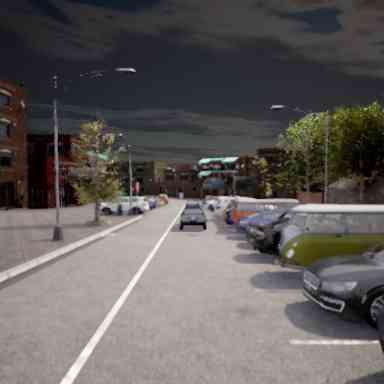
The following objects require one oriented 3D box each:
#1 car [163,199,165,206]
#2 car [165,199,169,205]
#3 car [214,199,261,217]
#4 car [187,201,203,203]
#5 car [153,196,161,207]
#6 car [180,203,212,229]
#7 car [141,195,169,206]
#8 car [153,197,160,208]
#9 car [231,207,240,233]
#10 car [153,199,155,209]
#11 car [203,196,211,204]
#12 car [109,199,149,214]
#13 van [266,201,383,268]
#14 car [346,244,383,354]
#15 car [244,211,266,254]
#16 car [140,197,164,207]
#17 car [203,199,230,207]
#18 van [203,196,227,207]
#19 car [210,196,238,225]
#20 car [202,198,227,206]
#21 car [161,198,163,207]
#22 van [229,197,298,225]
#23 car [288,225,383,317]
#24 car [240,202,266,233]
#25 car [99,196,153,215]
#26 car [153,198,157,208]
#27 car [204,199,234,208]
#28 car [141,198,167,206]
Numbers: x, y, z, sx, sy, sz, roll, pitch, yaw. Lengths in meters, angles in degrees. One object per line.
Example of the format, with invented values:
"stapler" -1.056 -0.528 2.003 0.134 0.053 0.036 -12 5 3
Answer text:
"car" -7.917 2.000 58.657 5.366 1.575 1.946 0 -1 0
"car" -7.550 2.026 61.596 5.366 1.575 1.946 0 -1 0
"car" 4.651 1.661 34.259 4.553 1.767 2.185 0 -1 0
"car" 0.062 1.855 42.277 1.882 1.535 5.008 0 -1 0
"car" -7.758 1.825 52.782 4.553 1.767 2.185 0 -1 0
"car" 0.079 1.759 23.594 2.033 1.411 5.357 0 0 0
"car" -7.714 1.781 70.312 5.566 2.045 2.435 0 0 0
"car" -7.754 1.954 49.843 4.792 1.488 2.163 0 -1 0
"car" 4.632 1.677 17.496 4.674 1.452 2.002 0 -1 0
"car" -7.716 1.911 43.841 4.674 1.452 2.002 0 -1 0
"car" 4.579 1.659 48.228 5.566 2.045 2.435 0 -1 0
"car" -7.685 1.719 40.905 4.553 1.767 2.185 0 -1 0
"van" 4.525 1.337 9.118 4.442 1.987 1.878 0 -1 0
"car" 4.641 1.514 3.529 4.892 1.521 2.231 0 -1 0
"car" 4.634 1.588 12.035 5.008 1.535 2.097 0 -1 0
"car" -7.707 1.925 64.539 4.553 1.767 2.185 0 0 0
"car" 4.601 2.036 62.191 4.892 1.521 2.231 0 0 0
"van" 4.475 1.828 64.986 4.442 1.987 1.878 0 0 0
"car" 4.652 1.485 28.674 5.566 2.045 2.435 0 -1 0
"car" 4.583 2.053 67.794 4.892 1.521 2.231 0 1 0
"car" -7.736 1.977 55.594 4.892 1.521 2.231 0 -1 0
"van" 4.749 1.436 20.292 4.442 1.987 1.878 0 -1 0
"car" 4.650 1.539 6.323 4.892 1.521 2.231 0 -1 0
"car" 4.667 1.487 14.706 4.553 1.767 2.185 0 -1 0
"car" -7.742 1.569 38.093 5.566 2.045 2.435 0 -1 0
"car" -7.719 1.939 46.904 4.674 1.452 2.002 0 -1 0
"car" 4.593 1.987 56.731 4.892 1.521 2.231 0 0 0
"car" -7.745 2.053 67.368 5.008 1.535 2.097 0 0 0
